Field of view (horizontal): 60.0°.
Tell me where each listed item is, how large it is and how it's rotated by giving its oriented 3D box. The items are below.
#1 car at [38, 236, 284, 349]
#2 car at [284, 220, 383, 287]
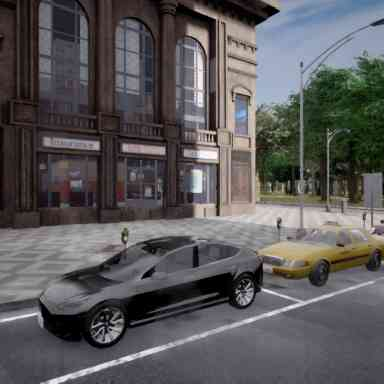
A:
[{"bbox_3d":[-0.512,1.566,6.287,4.313,1.339,1.947,0,0,-36],"label":"car"},{"bbox_3d":[3.775,1.526,9.348,4.829,1.417,1.752,0,0,-36],"label":"car"}]
